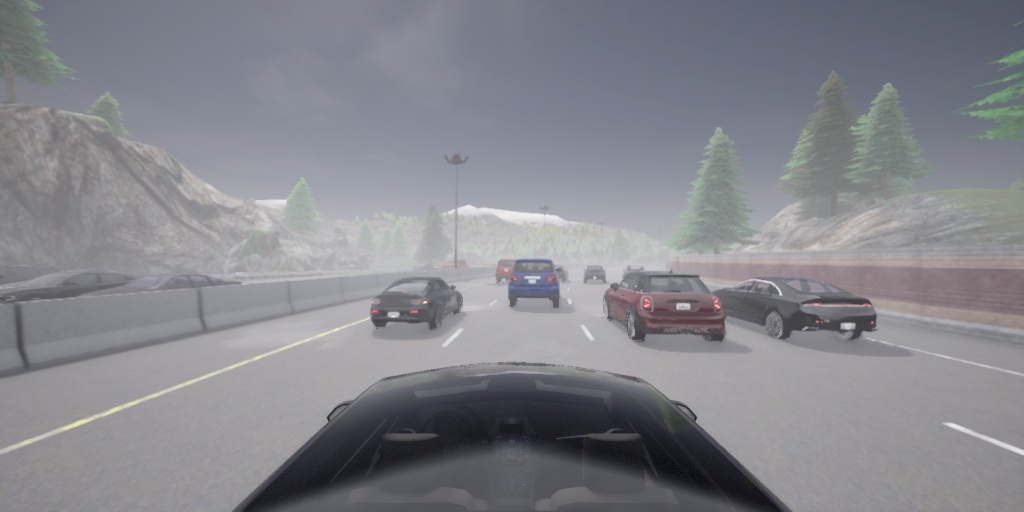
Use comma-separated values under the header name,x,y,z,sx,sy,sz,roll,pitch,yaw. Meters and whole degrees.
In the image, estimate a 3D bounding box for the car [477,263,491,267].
name,x,y,z,sx,sy,sz,roll,pitch,yaw
car,-3.846,1.798,55.179,1.882,1.535,5.008,0,-1,22

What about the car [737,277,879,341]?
name,x,y,z,sx,sy,sz,roll,pitch,yaw
car,7.533,1.347,10.280,2.128,1.511,4.902,0,-1,4

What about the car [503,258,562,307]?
name,x,y,z,sx,sy,sz,roll,pitch,yaw
car,1.148,1.137,16.886,2.150,2.045,5.566,0,-1,7

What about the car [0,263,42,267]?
name,x,y,z,sx,sy,sz,roll,pitch,yaw
car,-23.697,1.220,16.477,2.097,1.767,4.553,0,-1,6

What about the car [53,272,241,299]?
name,x,y,z,sx,sy,sz,roll,pitch,yaw
car,-13.443,1.408,14.130,2.033,1.411,5.357,0,-1,5

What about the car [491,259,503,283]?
name,x,y,z,sx,sy,sz,roll,pitch,yaw
car,0.130,1.295,31.696,2.150,2.045,5.566,0,-1,13

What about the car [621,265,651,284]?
name,x,y,z,sx,sy,sz,roll,pitch,yaw
car,11.120,1.593,32.456,2.128,1.511,4.902,0,-1,14

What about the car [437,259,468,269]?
name,x,y,z,sx,sy,sz,roll,pitch,yaw
car,-8.482,1.508,52.832,2.150,2.045,5.566,0,-1,20

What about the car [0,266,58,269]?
name,x,y,z,sx,sy,sz,roll,pitch,yaw
car,-20.161,1.369,16.747,2.128,1.511,4.902,0,-1,6

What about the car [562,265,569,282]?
name,x,y,z,sx,sy,sz,roll,pitch,yaw
car,4.300,1.584,34.026,1.882,1.535,5.008,0,-1,14

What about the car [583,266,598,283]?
name,x,y,z,sx,sy,sz,roll,pitch,yaw
car,7.530,1.600,32.520,1.837,1.490,4.892,0,-1,13

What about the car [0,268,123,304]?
name,x,y,z,sx,sy,sz,roll,pitch,yaw
car,-16.926,1.329,13.813,1.882,1.535,5.008,0,-1,5

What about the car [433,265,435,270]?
name,x,y,z,sx,sy,sz,roll,pitch,yaw
car,-10.306,1.863,57.900,1.812,1.442,4.674,0,-1,22

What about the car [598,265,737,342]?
name,x,y,z,sx,sy,sz,roll,pitch,yaw
car,4.040,1.202,10.311,2.097,1.767,4.553,0,-1,3

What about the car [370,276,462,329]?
name,x,y,z,sx,sy,sz,roll,pitch,yaw
car,-2.903,1.377,11.594,1.812,1.442,4.674,0,-1,4

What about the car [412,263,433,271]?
name,x,y,z,sx,sy,sz,roll,pitch,yaw
car,-14.153,1.854,57.605,1.812,1.442,4.674,0,-1,20
